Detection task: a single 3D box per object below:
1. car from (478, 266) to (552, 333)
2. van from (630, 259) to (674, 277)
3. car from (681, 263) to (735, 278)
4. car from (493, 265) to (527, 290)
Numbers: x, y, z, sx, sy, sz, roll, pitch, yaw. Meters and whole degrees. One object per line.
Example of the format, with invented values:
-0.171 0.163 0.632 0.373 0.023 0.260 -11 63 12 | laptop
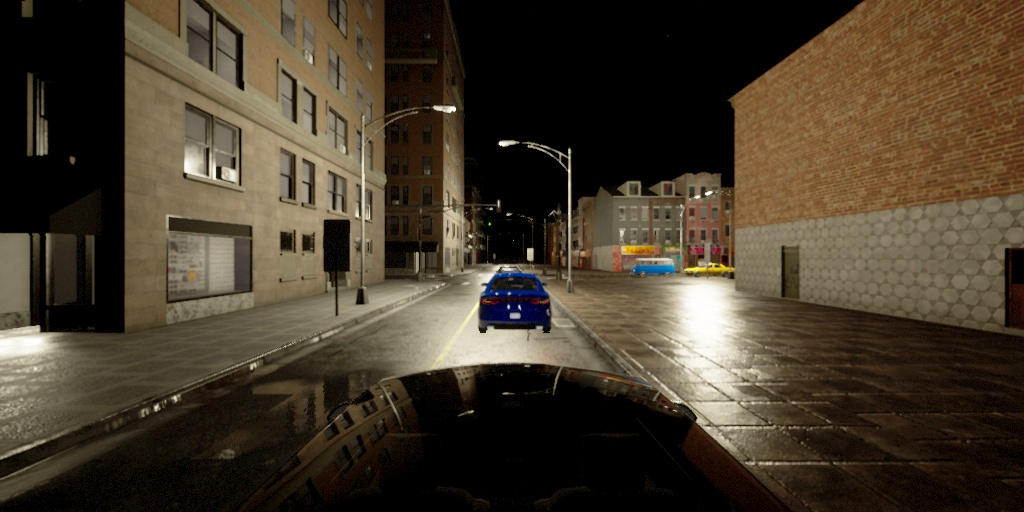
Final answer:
0.069 1.245 10.869 1.882 1.535 5.008 0 0 0 | car
13.619 1.151 34.838 3.998 1.789 1.690 0 0 0 | van
19.061 1.331 34.850 4.829 1.417 1.751 0 0 0 | car
-0.255 1.357 23.993 1.994 1.385 4.181 0 0 -4 | car
